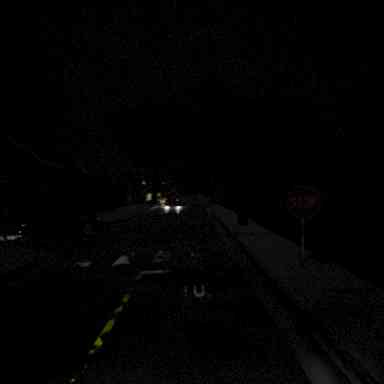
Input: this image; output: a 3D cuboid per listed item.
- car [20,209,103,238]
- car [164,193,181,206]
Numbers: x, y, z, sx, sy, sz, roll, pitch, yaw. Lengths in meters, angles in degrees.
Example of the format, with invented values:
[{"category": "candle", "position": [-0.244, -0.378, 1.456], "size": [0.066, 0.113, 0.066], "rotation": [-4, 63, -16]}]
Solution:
[{"category": "car", "position": [-6.981, 1.639, 18.056], "size": [4.181, 1.385, 1.994], "rotation": [-3, 1, -12]}, {"category": "car", "position": [-2.698, 1.044, 47.012], "size": [2.097, 1.767, 4.553], "rotation": [0, 0, 0]}]
